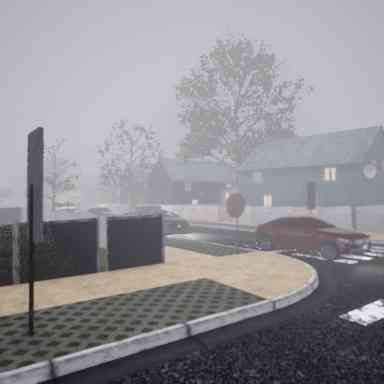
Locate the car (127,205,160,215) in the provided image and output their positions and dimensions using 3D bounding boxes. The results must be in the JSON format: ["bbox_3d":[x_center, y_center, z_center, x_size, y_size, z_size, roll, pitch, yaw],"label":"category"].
[{"bbox_3d":[-4.297,1.995,30.625,2.097,1.767,4.553,1,-2,-35],"label":"car"}]

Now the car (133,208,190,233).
[{"bbox_3d":[-1.938,1.981,22.183,1.994,1.385,4.181,1,-2,-35],"label":"car"}]

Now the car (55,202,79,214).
[{"bbox_3d":[-16.104,2.243,42.298,2.150,2.045,5.566,1,-2,-35],"label":"car"}]

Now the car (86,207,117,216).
[{"bbox_3d":[-8.710,2.212,31.769,1.837,1.490,4.892,1,-2,-36],"label":"car"}]

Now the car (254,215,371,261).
[{"bbox_3d":[4.482,1.668,13.105,1.812,1.442,4.674,0,-2,-35],"label":"car"}]
